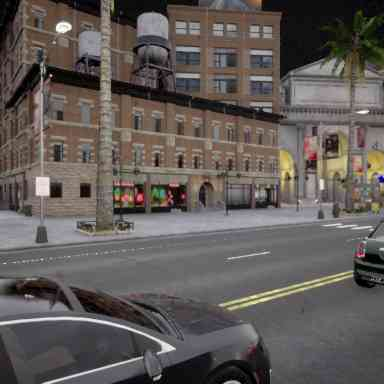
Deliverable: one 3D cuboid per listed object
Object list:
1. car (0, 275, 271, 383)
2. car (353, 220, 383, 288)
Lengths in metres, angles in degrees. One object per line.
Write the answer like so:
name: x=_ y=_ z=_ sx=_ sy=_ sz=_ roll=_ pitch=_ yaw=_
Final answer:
car: x=-1.428 y=1.505 z=2.720 sx=4.892 sy=1.490 sz=1.837 roll=0 pitch=0 yaw=-36
car: x=5.945 y=1.352 z=8.020 sx=4.553 sy=1.767 sz=2.097 roll=0 pitch=0 yaw=-35
